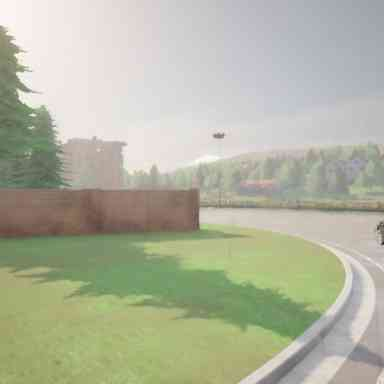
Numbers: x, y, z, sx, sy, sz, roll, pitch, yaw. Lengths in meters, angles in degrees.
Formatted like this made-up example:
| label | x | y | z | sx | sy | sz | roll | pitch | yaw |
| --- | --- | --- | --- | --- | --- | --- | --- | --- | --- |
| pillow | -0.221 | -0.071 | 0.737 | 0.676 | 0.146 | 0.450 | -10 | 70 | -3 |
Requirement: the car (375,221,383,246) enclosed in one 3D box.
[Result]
| label | x | y | z | sx | sy | sz | roll | pitch | yaw |
| --- | --- | --- | --- | --- | --- | --- | --- | --- | --- |
| car | 8.639 | 1.559 | 12.845 | 2.128 | 1.511 | 4.902 | 0 | 0 | 13 |
